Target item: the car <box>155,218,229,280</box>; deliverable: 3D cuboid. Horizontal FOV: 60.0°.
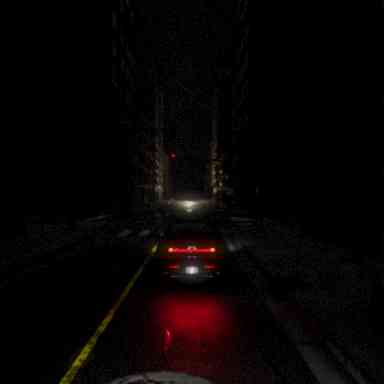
[{"bbox_3d":[0.002,1.529,9.961,1.837,1.490,4.892,0,0,0],"label":"car"}]
